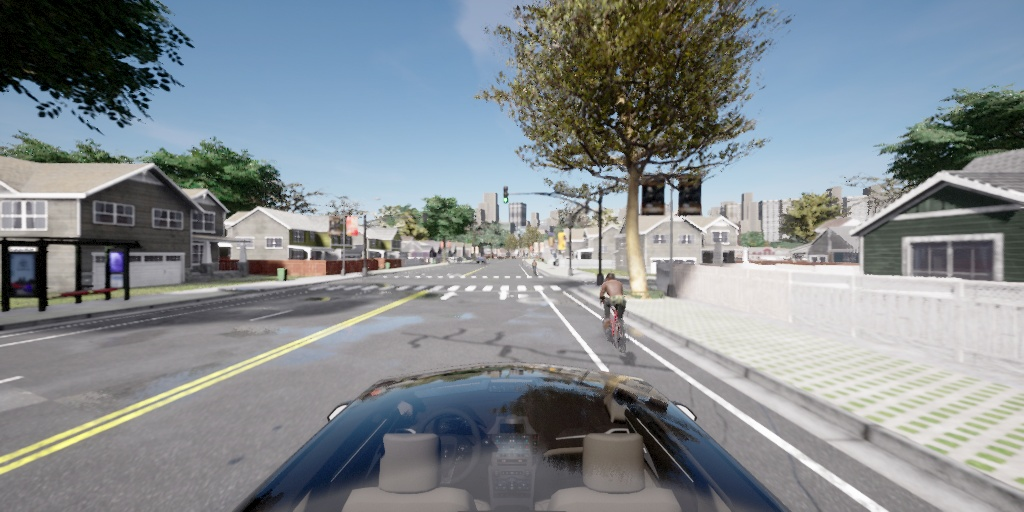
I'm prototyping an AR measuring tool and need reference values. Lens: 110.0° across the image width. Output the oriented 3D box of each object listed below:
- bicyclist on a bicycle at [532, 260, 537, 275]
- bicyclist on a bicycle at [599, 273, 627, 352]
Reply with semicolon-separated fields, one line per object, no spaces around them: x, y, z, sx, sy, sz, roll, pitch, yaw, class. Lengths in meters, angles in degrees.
2.258;1.214;36.013;0.582;1.620;1.656;0;0;0;bicyclist on a bicycle
2.252;1.207;8.026;0.582;1.620;1.656;0;0;0;bicyclist on a bicycle
